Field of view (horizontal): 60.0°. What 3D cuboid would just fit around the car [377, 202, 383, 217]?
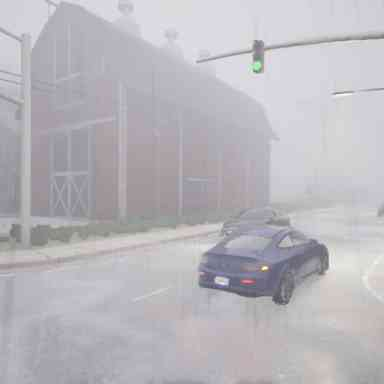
[{"bbox_3d":[18.369,1.550,30.584,1.812,1.442,4.674,0,0,36],"label":"car"}]

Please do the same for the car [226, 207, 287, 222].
[{"bbox_3d":[3.185,1.505,15.994,1.837,1.490,4.892,0,0,36],"label":"car"}]

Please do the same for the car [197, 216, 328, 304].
[{"bbox_3d":[1.937,1.545,8.214,1.812,1.442,4.674,0,0,36],"label":"car"}]
